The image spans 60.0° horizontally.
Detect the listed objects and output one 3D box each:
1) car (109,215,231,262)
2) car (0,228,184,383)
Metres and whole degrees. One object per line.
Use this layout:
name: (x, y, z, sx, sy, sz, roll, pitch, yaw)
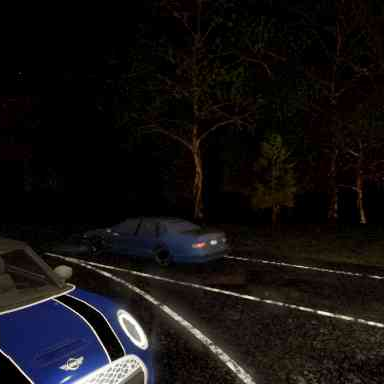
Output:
car: (-1.377, 1.504, 11.136, 5.357, 1.411, 2.033, 0, 0, 36)
car: (-2.570, 1.338, 3.717, 4.553, 1.767, 2.097, 1, 0, 36)
